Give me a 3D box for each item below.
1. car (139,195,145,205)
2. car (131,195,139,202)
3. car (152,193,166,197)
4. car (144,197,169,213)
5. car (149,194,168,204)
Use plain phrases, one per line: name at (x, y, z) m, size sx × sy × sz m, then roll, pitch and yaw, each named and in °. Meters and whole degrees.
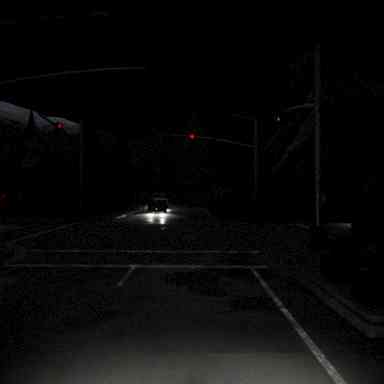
car at (-7.221, 1.601, 56.822) m, size 1.895 × 1.301 × 4.718 m, roll 0°, pitch 0°, yaw -21°
car at (-12.345, 1.480, 73.213) m, size 4.902 × 1.511 × 2.128 m, roll 0°, pitch 0°, yaw 42°
car at (-4.620, 1.221, 46.946) m, size 2.150 × 2.045 × 5.566 m, roll 0°, pitch 0°, yaw -11°
car at (-3.757, 1.564, 36.485) m, size 1.994 × 1.385 × 4.181 m, roll 0°, pitch 0°, yaw -2°
car at (-6.596, 1.352, 64.907) m, size 2.097 × 1.767 × 4.553 m, roll 0°, pitch 0°, yaw -27°
